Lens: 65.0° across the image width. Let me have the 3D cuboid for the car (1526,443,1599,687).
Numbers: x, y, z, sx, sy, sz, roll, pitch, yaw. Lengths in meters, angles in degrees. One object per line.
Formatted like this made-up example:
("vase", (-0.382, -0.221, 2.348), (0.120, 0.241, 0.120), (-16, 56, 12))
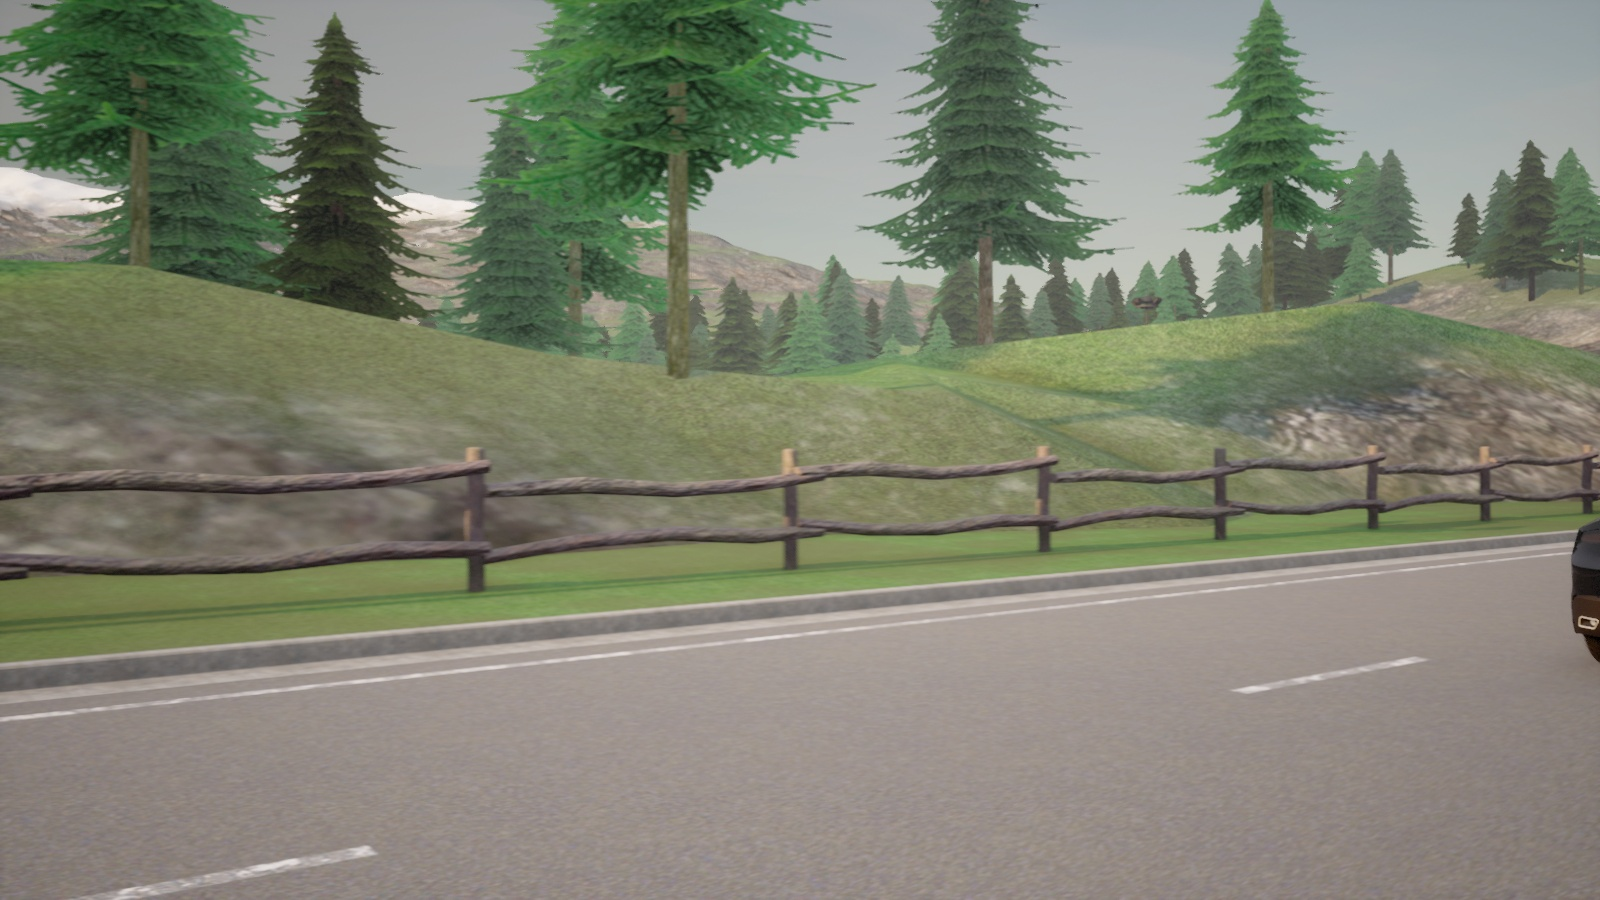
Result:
("car", (7.166, 0.687, 8.651), (4.892, 1.490, 1.837), (0, 0, -35))
